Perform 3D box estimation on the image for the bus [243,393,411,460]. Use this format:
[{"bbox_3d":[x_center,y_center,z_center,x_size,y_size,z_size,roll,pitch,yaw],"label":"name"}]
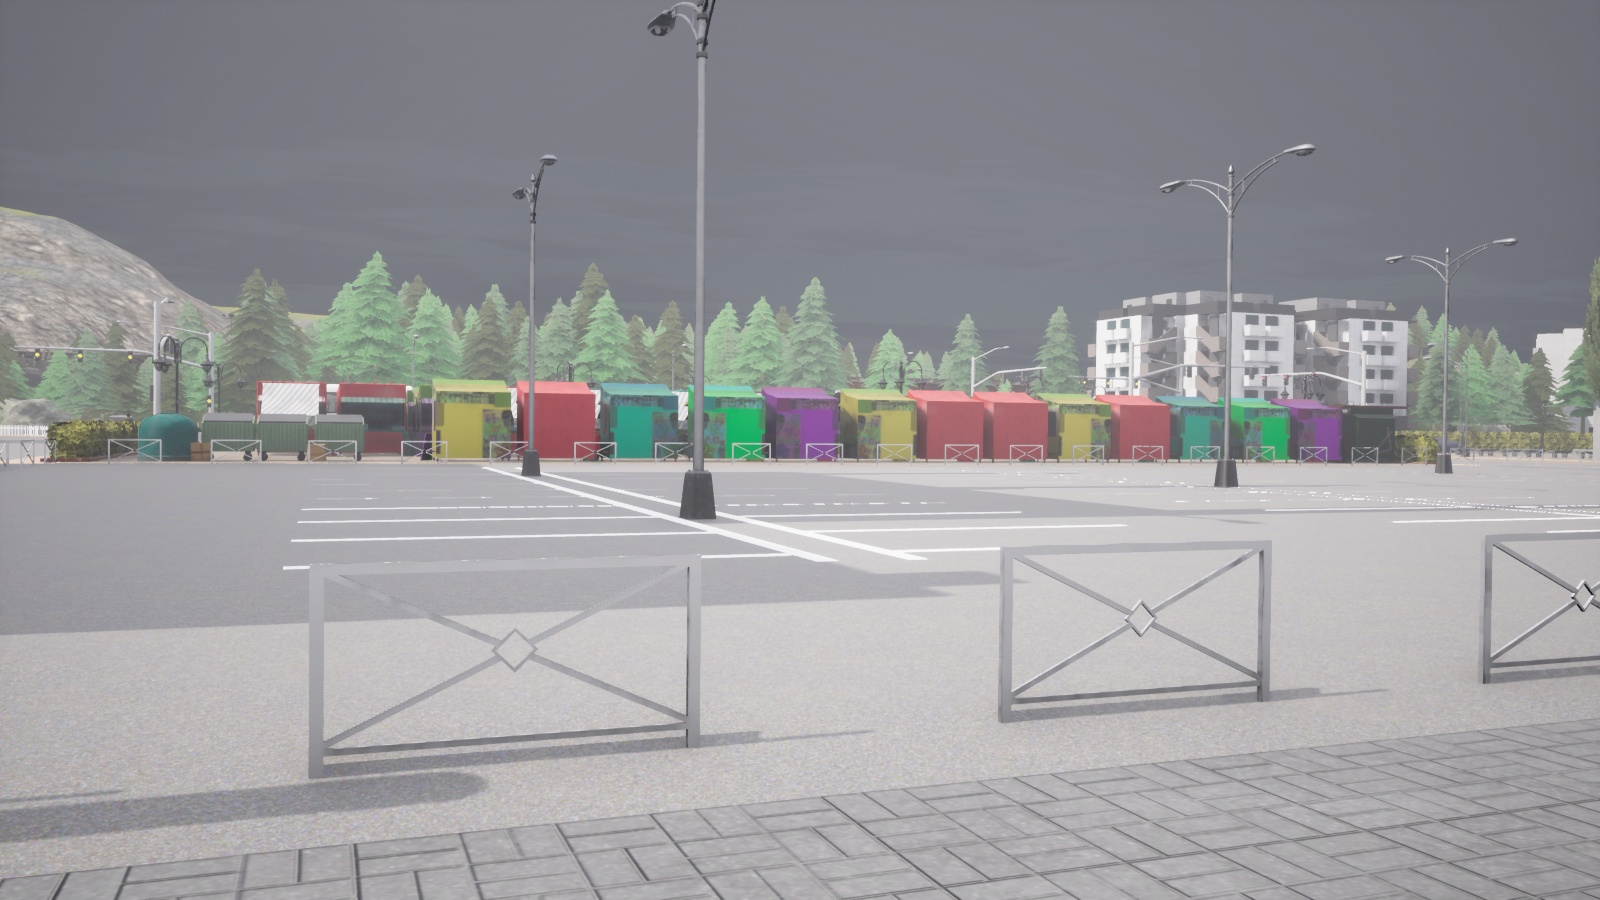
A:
[{"bbox_3d":[-31.637,-1.609,84.334,10.273,4.253,3.944,-1,1,-21],"label":"bus"}]
